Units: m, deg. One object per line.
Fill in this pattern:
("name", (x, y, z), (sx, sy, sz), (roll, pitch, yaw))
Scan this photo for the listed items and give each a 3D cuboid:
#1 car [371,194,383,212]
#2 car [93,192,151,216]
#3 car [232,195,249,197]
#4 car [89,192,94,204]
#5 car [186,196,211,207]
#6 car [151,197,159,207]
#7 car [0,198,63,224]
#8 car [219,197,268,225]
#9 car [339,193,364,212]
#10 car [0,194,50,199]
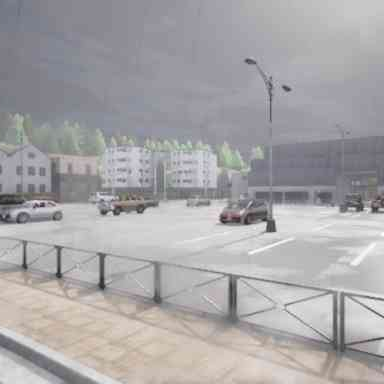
("car", (19.464, 1.100, 33.681), (1.932, 1.855, 4.605), (0, 0, 35))
("car", (-6.188, 1.109, 29.994), (1.932, 1.855, 4.605), (0, 0, 35))
("car", (6.395, 1.164, 42.392), (2.152, 1.636, 5.027), (0, 0, 35))
("car", (-14.811, 1.053, 56.541), (2.150, 2.045, 5.566), (0, 0, 35))
("car", (0.964, 1.246, 45.826), (1.970, 1.475, 3.806), (0, 0, 35))
("car", (-6.091, 1.314, 42.176), (2.007, 1.523, 4.514), (0, 0, 35))
("car", (-11.044, 1.373, 23.042), (1.970, 1.475, 3.806), (0, 0, 35))
("car", (3.582, 1.303, 22.234), (2.007, 1.523, 4.514), (0, 0, 35))
("car", (16.851, 1.081, 35.018), (1.905, 1.878, 3.866), (0, 0, 35))
("car", (-13.408, 1.090, 25.458), (1.905, 1.878, 3.866), (0, 0, 35))
